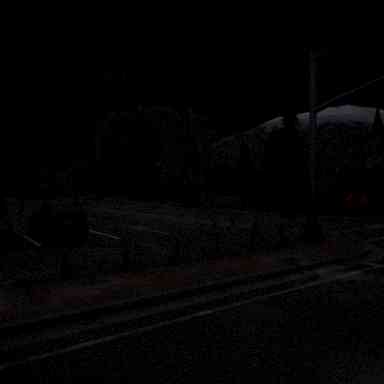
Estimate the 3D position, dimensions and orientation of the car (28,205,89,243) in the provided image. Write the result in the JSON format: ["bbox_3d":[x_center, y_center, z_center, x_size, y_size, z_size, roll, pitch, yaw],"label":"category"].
[{"bbox_3d":[-6.244,1.340,15.395,2.007,1.523,4.514,0,0,-36],"label":"car"}]

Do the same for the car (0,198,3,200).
[{"bbox_3d":[-21.490,1.374,36.498,1.845,1.501,3.633,0,0,-36],"label":"car"}]

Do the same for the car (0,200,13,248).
[{"bbox_3d":[-8.757,1.330,13.516,2.152,1.636,5.027,0,0,-36],"label":"car"}]
